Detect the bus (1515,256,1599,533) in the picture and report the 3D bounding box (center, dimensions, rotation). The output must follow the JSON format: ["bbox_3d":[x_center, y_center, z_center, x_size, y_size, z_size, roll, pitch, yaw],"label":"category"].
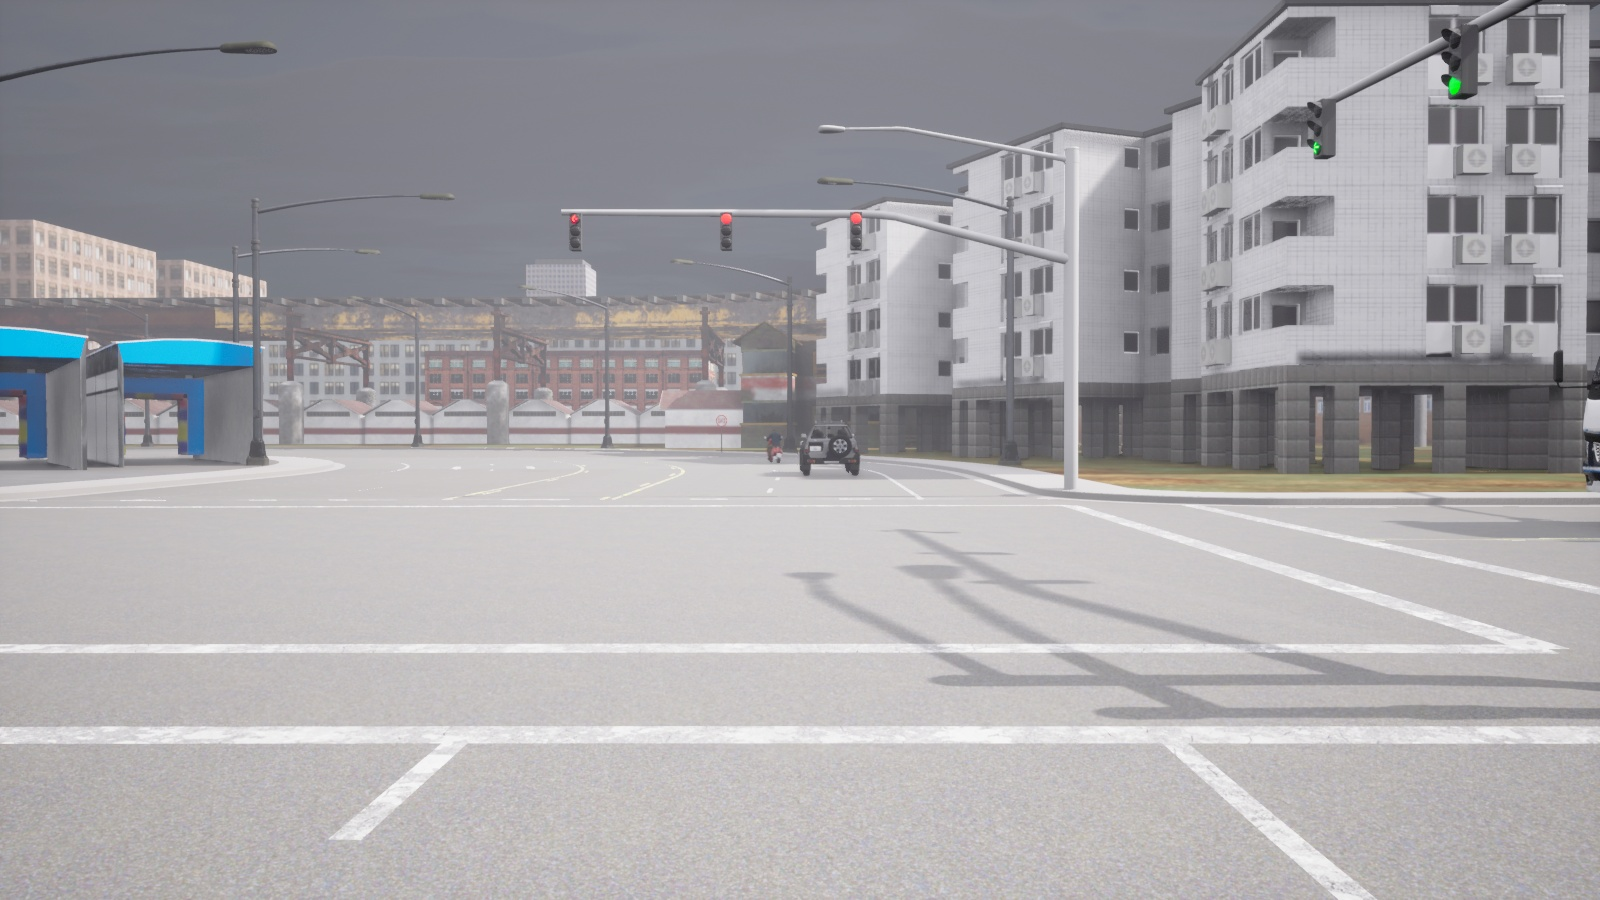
[{"bbox_3d":[17.421,-0.860,19.572,10.273,4.253,3.944,0,1,-1],"label":"bus"}]

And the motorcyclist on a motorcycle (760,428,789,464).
[{"bbox_3d":[-1.160,-0.190,56.316,0.866,1.590,1.817,-1,1,-16],"label":"motorcyclist on a motorcycle"}]

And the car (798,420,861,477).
[{"bbox_3d":[0.975,-0.098,43.513,1.932,1.855,4.605,0,1,-2],"label":"car"}]
